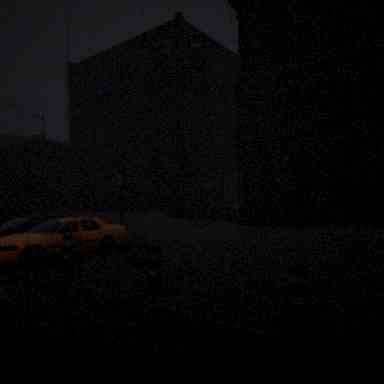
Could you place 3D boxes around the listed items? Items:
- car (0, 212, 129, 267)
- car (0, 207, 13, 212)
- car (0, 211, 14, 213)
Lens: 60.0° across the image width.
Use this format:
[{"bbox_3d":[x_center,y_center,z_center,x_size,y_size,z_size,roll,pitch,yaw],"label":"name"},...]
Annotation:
[{"bbox_3d":[-4.760,1.615,12.346,1.946,1.575,5.366,-1,-1,37],"label":"car"},{"bbox_3d":[-9.097,1.562,15.755,2.185,1.767,4.553,-1,-1,37],"label":"car"},{"bbox_3d":[-6.861,1.691,14.140,2.002,1.452,4.674,-1,-1,37],"label":"car"}]
